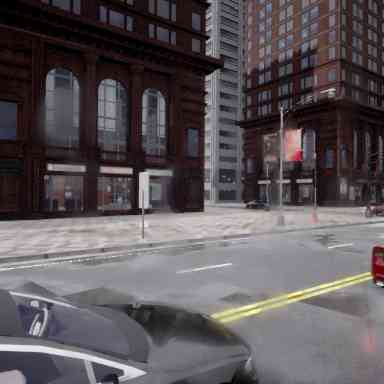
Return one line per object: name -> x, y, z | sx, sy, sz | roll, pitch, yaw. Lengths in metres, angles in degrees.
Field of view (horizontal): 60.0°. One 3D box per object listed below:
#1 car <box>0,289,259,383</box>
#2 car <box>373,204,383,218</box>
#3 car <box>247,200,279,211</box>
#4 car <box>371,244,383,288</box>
car -> -1.617, 1.491, 2.292 | 4.902, 1.511, 2.128 | 0, 0, -35
car -> 19.013, 1.657, 30.047 | 1.812, 1.442, 4.674 | 0, -1, -44
car -> 9.111, 1.736, 43.017 | 1.812, 1.442, 4.674 | 1, -1, -35
car -> 6.209, 1.489, 7.867 | 5.008, 1.535, 1.882 | 0, 0, -35
